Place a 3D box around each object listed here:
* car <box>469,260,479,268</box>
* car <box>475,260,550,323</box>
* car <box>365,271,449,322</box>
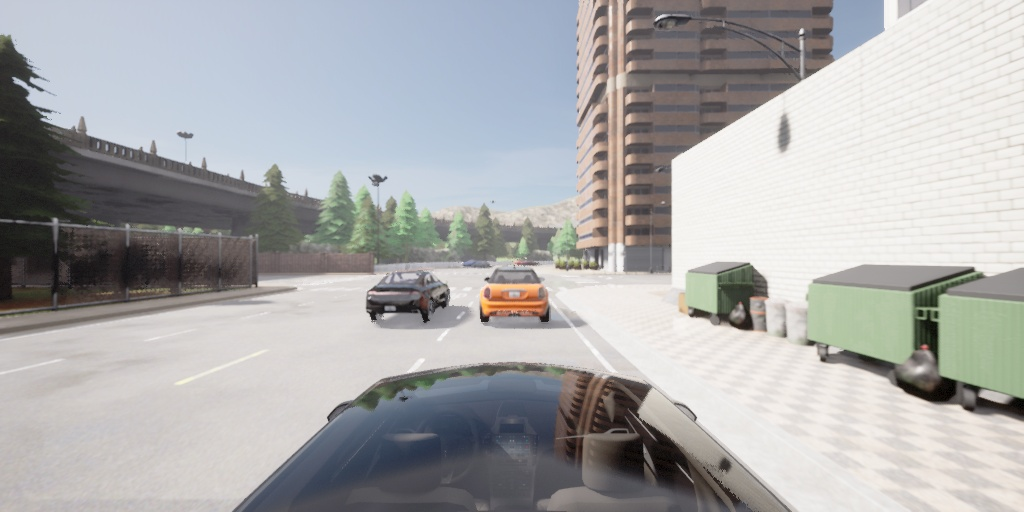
[{"bbox_3d":[-5.374,1.526,63.570,1.994,1.385,4.181,0,0,17],"label":"car"},{"bbox_3d":[0.077,1.139,12.431,2.097,1.767,4.553,0,0,0],"label":"car"},{"bbox_3d":[-3.422,1.278,12.528,2.128,1.511,4.902,0,0,0],"label":"car"}]
